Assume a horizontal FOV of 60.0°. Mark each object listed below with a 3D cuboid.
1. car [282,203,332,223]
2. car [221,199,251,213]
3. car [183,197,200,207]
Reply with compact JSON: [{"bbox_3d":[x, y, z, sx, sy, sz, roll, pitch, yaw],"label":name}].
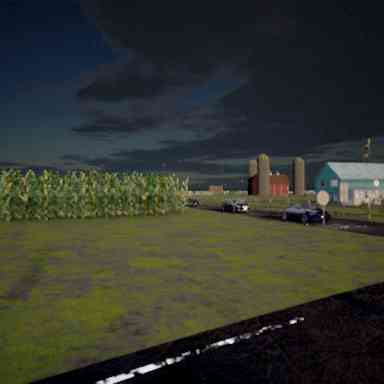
[{"bbox_3d":[8.677,1.578,25.494,1.994,1.385,4.181,-1,0,-17],"label":"car"},{"bbox_3d":[4.875,1.526,37.326,2.128,1.511,4.902,-1,0,-18],"label":"car"},{"bbox_3d":[-0.137,1.581,53.070,1.837,1.490,4.892,-1,-1,-17],"label":"car"}]
